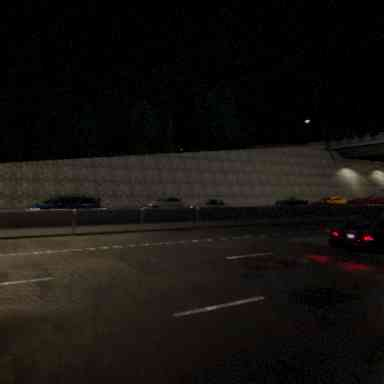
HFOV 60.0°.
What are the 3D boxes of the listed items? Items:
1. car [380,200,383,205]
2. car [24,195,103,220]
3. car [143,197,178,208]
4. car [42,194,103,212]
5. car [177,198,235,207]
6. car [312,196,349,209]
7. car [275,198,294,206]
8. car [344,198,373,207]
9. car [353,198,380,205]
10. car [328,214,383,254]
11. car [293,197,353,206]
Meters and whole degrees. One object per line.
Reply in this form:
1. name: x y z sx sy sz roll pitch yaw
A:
1. car: 25.424 1.288 39.599 5.566 2.045 2.150 1 1 -30
2. car: -7.650 1.003 19.907 4.553 1.767 2.097 1 1 -31
3. car: -2.297 1.163 31.261 4.674 1.442 1.812 1 1 -31
4. car: -10.830 0.980 30.274 4.902 1.511 2.128 1 1 -30
5. car: 1.412 1.325 29.402 4.718 1.301 1.895 1 1 -31
6. car: 18.117 1.370 43.410 5.008 1.535 1.882 1 0 -30
7. car: 13.435 1.394 44.685 4.718 1.301 1.895 1 1 -30
8. car: 26.154 1.554 52.226 4.718 1.301 1.895 1 1 -31
9. car: 22.238 1.462 41.788 5.008 1.535 1.882 1 0 -30
10. car: 7.443 1.553 12.391 5.357 1.411 2.033 1 1 -31
11. car: 12.661 1.453 32.022 5.357 1.411 2.033 1 1 -31
